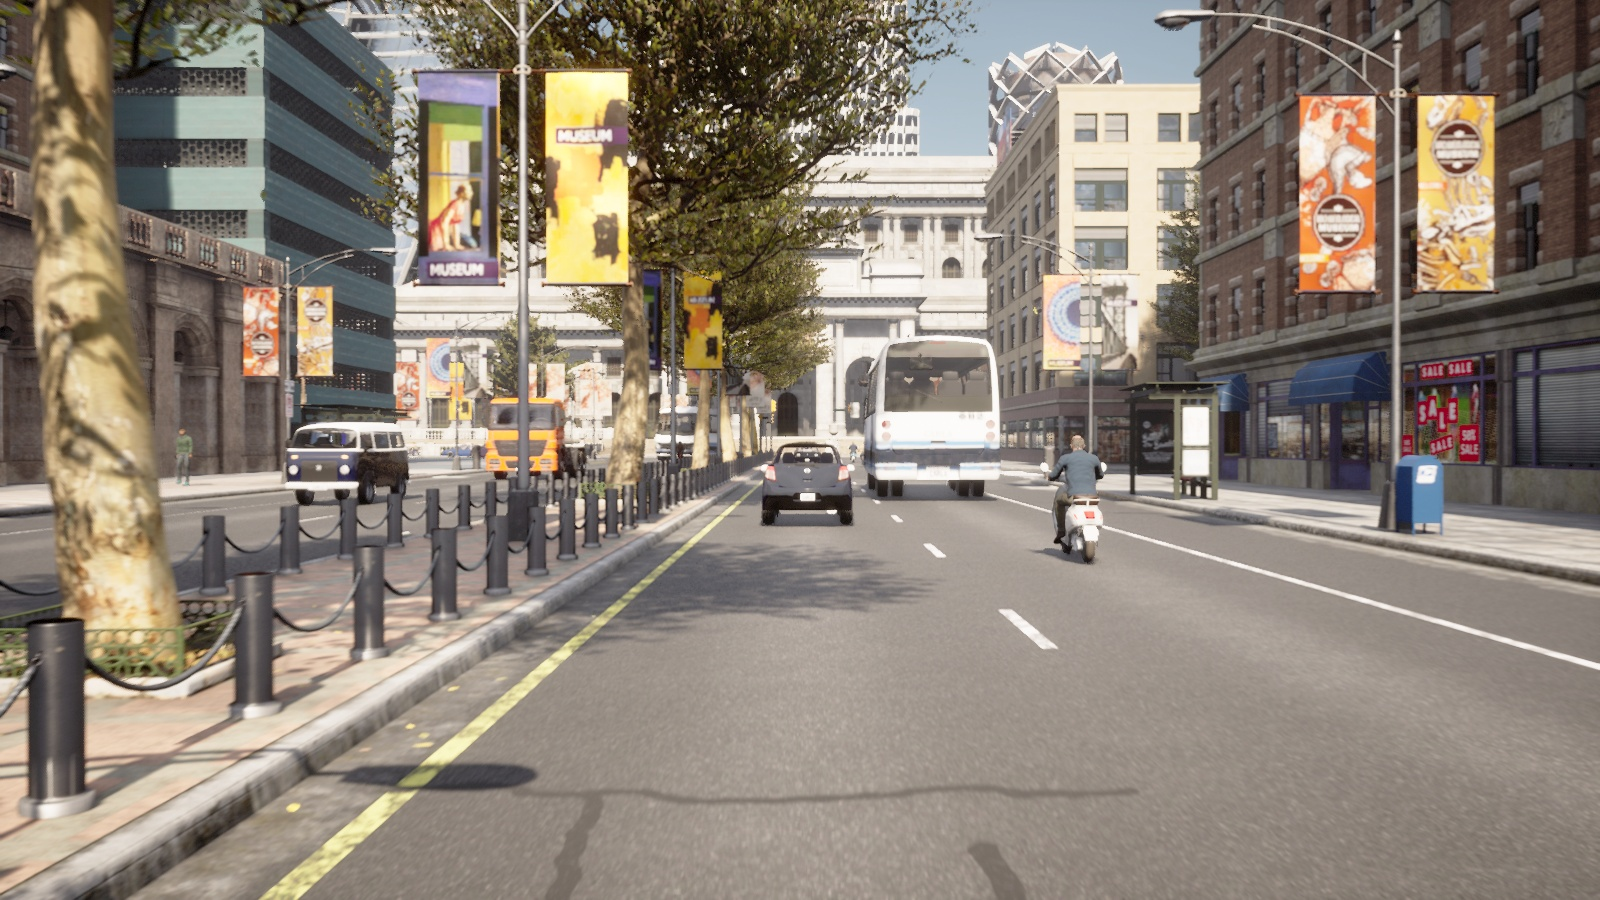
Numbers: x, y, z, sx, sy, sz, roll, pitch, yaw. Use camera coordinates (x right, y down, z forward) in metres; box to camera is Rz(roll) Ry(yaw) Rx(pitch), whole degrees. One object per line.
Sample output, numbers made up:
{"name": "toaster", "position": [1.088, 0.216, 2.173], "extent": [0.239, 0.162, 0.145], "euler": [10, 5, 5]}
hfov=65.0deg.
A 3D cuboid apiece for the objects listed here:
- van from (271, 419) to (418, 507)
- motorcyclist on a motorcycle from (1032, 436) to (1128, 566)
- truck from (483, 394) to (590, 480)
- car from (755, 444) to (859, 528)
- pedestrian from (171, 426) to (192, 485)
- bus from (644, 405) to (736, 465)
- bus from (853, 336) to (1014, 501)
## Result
{"name": "van", "position": [-11.309, 0.290, 31.540], "extent": [2.069, 2.038, 4.480], "euler": [0, 0, 0]}
{"name": "motorcyclist on a motorcycle", "position": [3.569, 0.615, 16.168], "extent": [0.866, 1.590, 1.817], "euler": [0, 0, 1]}
{"name": "truck", "position": [-11.175, -0.538, 54.107], "extent": [2.891, 3.462, 7.936], "euler": [0, 0, 1]}
{"name": "car", "position": [0.146, 0.630, 24.131], "extent": [1.845, 1.501, 3.633], "euler": [0, 0, 1]}
{"name": "pedestrian", "position": [-19.326, 0.175, 39.233], "extent": [0.353, 1.847, 0.614], "euler": [0, 0, 3]}
{"name": "bus", "position": [-8.248, -1.155, 95.842], "extent": [3.944, 4.253, 10.273], "euler": [2, 1, 13]}
{"name": "bus", "position": [3.658, -0.830, 37.560], "extent": [3.944, 4.253, 10.273], "euler": [0, 0, 1]}
